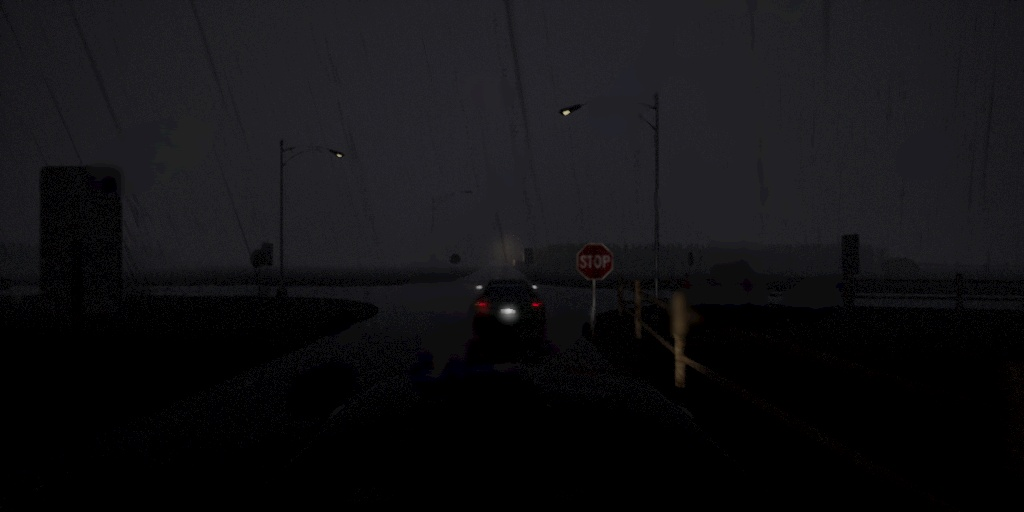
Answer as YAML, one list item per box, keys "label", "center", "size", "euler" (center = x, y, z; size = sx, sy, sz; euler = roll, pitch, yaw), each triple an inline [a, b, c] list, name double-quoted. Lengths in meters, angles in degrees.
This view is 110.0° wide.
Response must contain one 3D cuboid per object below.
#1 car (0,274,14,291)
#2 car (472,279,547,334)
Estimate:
- label: "car"
  center: [-32.294, 1.329, 20.839]
  size: [5.008, 1.535, 1.882]
  euler: [0, 0, 0]
- label: "car"
  center: [-0.140, 1.370, 10.866]
  size: [1.994, 1.385, 4.181]
  euler: [0, 0, -2]
